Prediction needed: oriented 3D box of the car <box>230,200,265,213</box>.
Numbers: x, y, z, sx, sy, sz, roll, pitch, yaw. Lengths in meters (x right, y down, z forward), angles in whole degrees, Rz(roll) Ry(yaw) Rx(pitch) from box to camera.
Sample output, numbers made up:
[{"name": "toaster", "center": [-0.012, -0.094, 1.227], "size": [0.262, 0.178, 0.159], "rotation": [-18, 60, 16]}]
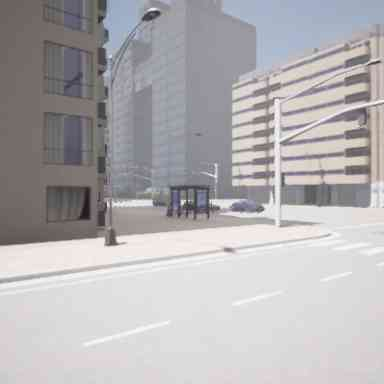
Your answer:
[{"name": "car", "center": [6.254, 1.641, 37.698], "size": [1.994, 1.385, 4.181], "rotation": [0, 0, -37]}]

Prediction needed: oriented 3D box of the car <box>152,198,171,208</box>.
[{"name": "car", "center": [-4.195, 1.705, 51.780], "size": [2.033, 1.411, 5.357], "rotation": [0, 0, -37]}]

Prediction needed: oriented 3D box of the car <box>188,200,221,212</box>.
[{"name": "car", "center": [1.058, 1.627, 38.797], "size": [2.033, 1.411, 5.357], "rotation": [0, 0, -37]}]
